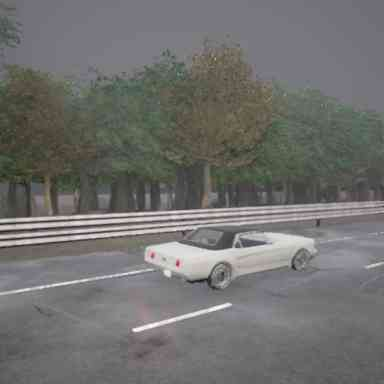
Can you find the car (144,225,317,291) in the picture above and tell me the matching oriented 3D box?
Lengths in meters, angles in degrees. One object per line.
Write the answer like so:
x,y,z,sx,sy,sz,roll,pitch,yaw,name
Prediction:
1.234,1.557,8.922,4.718,1.301,1.895,0,0,-35,car
